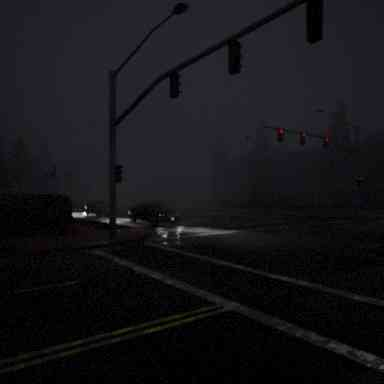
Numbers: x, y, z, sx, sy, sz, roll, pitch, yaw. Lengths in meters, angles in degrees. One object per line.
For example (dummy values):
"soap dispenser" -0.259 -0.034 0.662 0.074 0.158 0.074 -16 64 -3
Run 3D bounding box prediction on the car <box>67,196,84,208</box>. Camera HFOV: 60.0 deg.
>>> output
"car" -17.182 1.449 49.077 1.882 1.535 5.008 0 0 -13

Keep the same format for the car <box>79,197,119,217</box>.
"car" -8.478 1.470 31.053 2.128 1.511 4.902 0 0 -35

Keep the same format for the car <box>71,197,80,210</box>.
"car" -13.623 1.578 39.378 1.895 1.301 4.718 0 0 -25

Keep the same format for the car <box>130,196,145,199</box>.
"car" -11.196 1.466 68.677 2.128 1.511 4.902 0 0 10

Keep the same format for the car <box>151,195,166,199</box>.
"car" -7.069 1.410 71.119 1.882 1.535 5.008 0 0 17

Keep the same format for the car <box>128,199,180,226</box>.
"car" -2.741 1.470 23.407 2.128 1.511 4.902 0 0 -38
